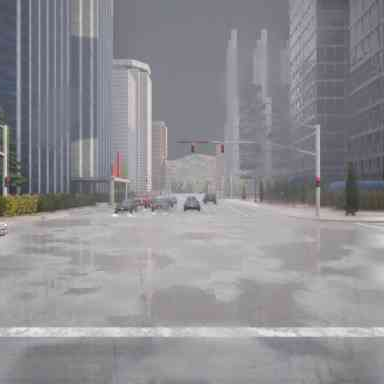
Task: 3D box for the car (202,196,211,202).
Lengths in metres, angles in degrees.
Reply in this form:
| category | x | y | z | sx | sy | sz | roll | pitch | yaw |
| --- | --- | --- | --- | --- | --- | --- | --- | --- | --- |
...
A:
| category | x | y | z | sx | sy | sz | roll | pitch | yaw |
| --- | --- | --- | --- | --- | --- | --- | --- | --- | --- |
| car | 3.339 | 1.595 | 76.009 | 1.895 | 1.301 | 4.718 | 0 | 0 | 0 |

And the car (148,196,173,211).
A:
| category | x | y | z | sx | sy | sz | roll | pitch | yaw |
| --- | --- | --- | --- | --- | --- | --- | --- | --- | --- |
| car | -3.665 | 1.564 | 39.588 | 1.994 | 1.385 | 4.181 | 0 | 0 | 0 |

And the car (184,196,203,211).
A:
| category | x | y | z | sx | sy | sz | roll | pitch | yaw |
| --- | --- | --- | --- | --- | --- | --- | --- | --- | --- |
| car | 0.000 | 1.564 | 41.701 | 1.994 | 1.385 | 4.181 | 0 | 0 | 0 |

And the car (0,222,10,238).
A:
| category | x | y | z | sx | sy | sz | roll | pitch | yaw |
| --- | --- | --- | --- | --- | --- | --- | --- | --- | --- |
| car | -10.683 | 1.601 | 14.588 | 4.718 | 1.301 | 1.895 | 0 | 0 | 0 |

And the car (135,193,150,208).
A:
| category | x | y | z | sx | sy | sz | roll | pitch | yaw |
| --- | --- | --- | --- | --- | --- | --- | --- | --- | --- |
| car | -7.180 | 1.221 | 47.102 | 2.150 | 2.045 | 5.566 | 0 | 0 | 0 |

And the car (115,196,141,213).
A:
| category | x | y | z | sx | sy | sz | roll | pitch | yaw |
| --- | --- | --- | --- | --- | --- | --- | --- | --- | --- |
| car | -7.166 | 1.505 | 36.546 | 1.837 | 1.490 | 4.892 | 0 | 0 | 0 |

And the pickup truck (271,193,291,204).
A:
| category | x | y | z | sx | sy | sz | roll | pitch | yaw |
| --- | --- | --- | --- | --- | --- | --- | --- | --- | --- |
| pickup truck | 16.491 | 1.059 | 61.477 | 2.390 | 2.098 | 6.274 | 0 | 0 | 30 |

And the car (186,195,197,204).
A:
| category | x | y | z | sx | sy | sz | roll | pitch | yaw |
| --- | --- | --- | --- | --- | --- | --- | --- | --- | --- |
| car | -0.129 | 1.493 | 67.309 | 2.128 | 1.511 | 4.902 | 0 | 0 | 0 |

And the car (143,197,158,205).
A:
| category | x | y | z | sx | sy | sz | roll | pitch | yaw |
| --- | --- | --- | --- | --- | --- | --- | --- | --- | --- |
| car | -7.191 | 1.547 | 58.304 | 2.033 | 1.411 | 5.357 | 0 | 0 | 0 |

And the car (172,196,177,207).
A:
| category | x | y | z | sx | sy | sz | roll | pitch | yaw |
| --- | --- | --- | --- | --- | --- | --- | --- | --- | --- |
| car | -3.678 | 1.601 | 49.595 | 1.895 | 1.301 | 4.718 | 0 | 0 | 0 |

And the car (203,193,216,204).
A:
| category | x | y | z | sx | sy | sz | roll | pitch | yaw |
| --- | --- | --- | --- | --- | --- | --- | --- | --- | --- |
| car | 3.466 | 1.223 | 64.026 | 2.150 | 2.045 | 5.566 | 0 | 0 | 0 |

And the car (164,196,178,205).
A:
| category | x | y | z | sx | sy | sz | roll | pitch | yaw |
| --- | --- | --- | --- | --- | --- | --- | --- | --- | --- |
| car | -3.692 | 1.491 | 60.012 | 2.128 | 1.511 | 4.902 | 0 | 0 | 0 |
